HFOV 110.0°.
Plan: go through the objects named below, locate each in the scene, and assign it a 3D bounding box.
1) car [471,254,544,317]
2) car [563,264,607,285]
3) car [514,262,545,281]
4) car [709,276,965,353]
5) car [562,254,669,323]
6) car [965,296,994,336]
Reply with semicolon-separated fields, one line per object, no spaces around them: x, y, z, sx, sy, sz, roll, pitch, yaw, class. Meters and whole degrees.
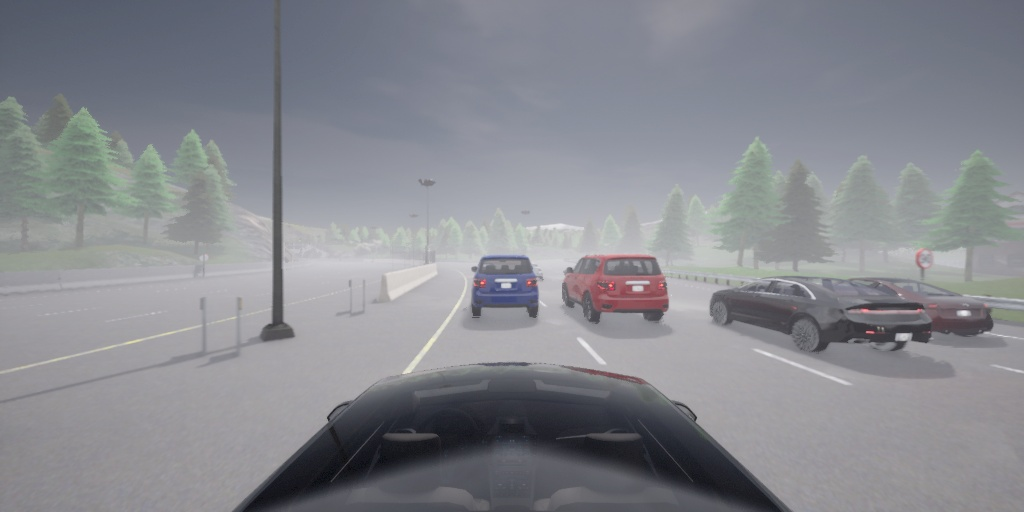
-0.329;0.968;13.292;2.150;2.045;5.566;0;0;-3;car
5.390;1.331;27.193;1.895;1.301;4.718;0;0;-7;car
1.385;1.262;30.607;1.812;1.442;4.674;0;0;-8;car
6.874;1.225;8.790;2.128;1.511;4.902;0;0;-2;car
3.230;0.961;12.274;2.150;2.045;5.566;0;0;-3;car
10.309;1.290;10.252;1.994;1.385;4.181;0;0;-3;car
